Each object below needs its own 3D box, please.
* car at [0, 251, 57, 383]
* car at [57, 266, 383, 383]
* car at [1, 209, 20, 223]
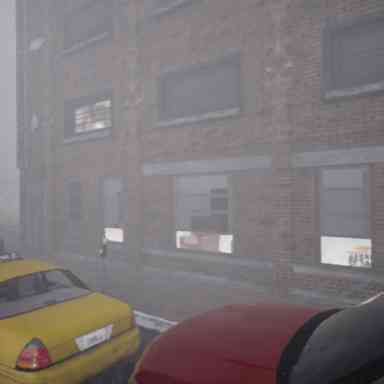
[{"bbox_3d":[-2.939,1.580,4.972,4.829,1.417,1.752,-1,-1,35],"label":"car"},{"bbox_3d":[1.825,1.308,1.576,5.009,1.841,2.192,-1,-1,35],"label":"car"},{"bbox_3d":[-18.676,2.186,30.869,1.752,1.417,4.829,-2,-2,35],"label":"car"}]
